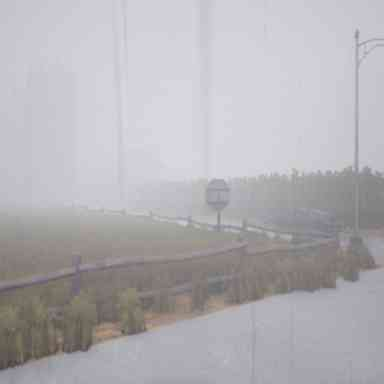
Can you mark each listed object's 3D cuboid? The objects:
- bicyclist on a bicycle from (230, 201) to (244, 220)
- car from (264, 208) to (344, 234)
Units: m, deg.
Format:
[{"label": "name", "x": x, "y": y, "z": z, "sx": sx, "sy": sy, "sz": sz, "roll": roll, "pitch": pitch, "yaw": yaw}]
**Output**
[{"label": "bicyclist on a bicycle", "x": 3.923, "y": 1.631, "z": 28.647, "sx": 1.656, "sy": 1.620, "sz": 0.582, "roll": 0, "pitch": 0, "yaw": -36}, {"label": "car", "x": 6.354, "y": 1.733, "z": 19.530, "sx": 1.837, "sy": 1.490, "sz": 4.892, "roll": 1, "pitch": -1, "yaw": -33}]
